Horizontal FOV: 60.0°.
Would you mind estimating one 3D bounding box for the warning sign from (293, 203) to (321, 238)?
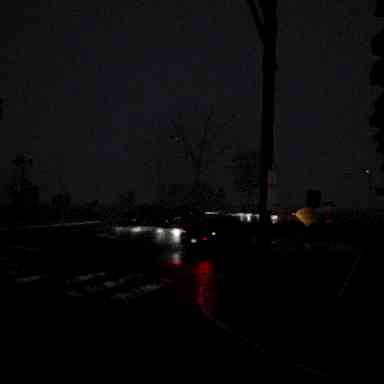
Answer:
[{"bbox_3d":[6.536,1.567,18.883,1.300,1.860,1.060,1,-1,31],"label":"warning sign"}]

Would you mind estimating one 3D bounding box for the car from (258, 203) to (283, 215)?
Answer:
[{"bbox_3d":[11.068,2.225,45.031,1.882,1.535,5.008,1,-1,31],"label":"car"}]

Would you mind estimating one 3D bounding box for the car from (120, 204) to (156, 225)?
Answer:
[{"bbox_3d":[-3.588,1.709,26.713,1.882,1.535,5.008,1,0,31],"label":"car"}]

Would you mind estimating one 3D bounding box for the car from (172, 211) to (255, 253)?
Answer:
[{"bbox_3d":[1.242,1.811,15.396,1.812,1.442,4.674,1,0,31],"label":"car"}]

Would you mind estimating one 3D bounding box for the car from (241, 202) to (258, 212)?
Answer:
[{"bbox_3d":[8.459,2.183,46.994,2.128,1.511,4.902,1,-1,31],"label":"car"}]

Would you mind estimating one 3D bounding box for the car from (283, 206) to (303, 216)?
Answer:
[{"bbox_3d":[13.731,2.407,42.973,1.895,1.301,4.718,1,0,31],"label":"car"}]

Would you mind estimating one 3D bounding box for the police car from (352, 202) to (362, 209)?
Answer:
[{"bbox_3d":[39.981,3.202,80.844,1.930,1.638,5.238,1,0,28],"label":"police car"}]

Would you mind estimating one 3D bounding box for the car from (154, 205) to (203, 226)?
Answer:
[{"bbox_3d":[-0.583,1.830,25.416,1.812,1.442,4.674,1,0,31],"label":"car"}]

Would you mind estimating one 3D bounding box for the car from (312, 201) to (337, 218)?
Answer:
[{"bbox_3d":[16.295,2.083,40.920,2.150,2.045,5.566,1,0,31],"label":"car"}]
